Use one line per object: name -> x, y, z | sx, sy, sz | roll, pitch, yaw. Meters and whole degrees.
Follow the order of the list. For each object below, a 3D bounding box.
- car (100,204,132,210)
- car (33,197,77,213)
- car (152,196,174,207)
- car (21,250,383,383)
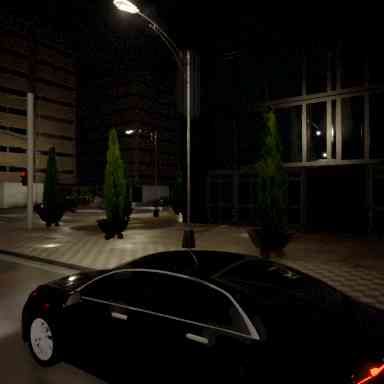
car -> -9.910, 1.581, 43.788 | 1.812, 1.442, 4.674 | 0, 0, 35
car -> -15.032, 1.408, 36.538 | 2.097, 1.767, 4.553 | 0, 0, 35
car -> -4.144, 1.407, 51.964 | 2.097, 1.767, 4.553 | 0, 0, 35
car -> -0.215, 1.505, 4.143 | 4.892, 1.490, 1.837 | 0, 0, 36
